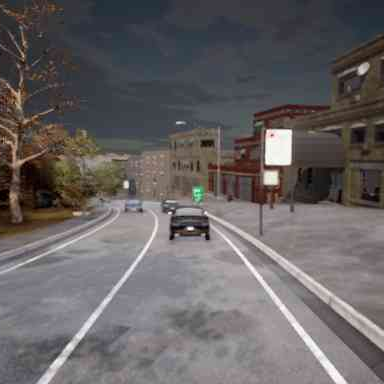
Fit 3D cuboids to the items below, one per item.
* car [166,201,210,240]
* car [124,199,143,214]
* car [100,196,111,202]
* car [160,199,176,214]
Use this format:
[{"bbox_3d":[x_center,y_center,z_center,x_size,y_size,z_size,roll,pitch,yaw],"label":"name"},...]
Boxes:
[{"bbox_3d":[-0.213,1.437,16.958,1.882,1.535,5.008,0,0,-3],"label":"car"},{"bbox_3d":[-6.151,1.512,35.154,1.812,1.442,4.674,-1,0,-11],"label":"car"},{"bbox_3d":[-19.351,1.484,74.271,1.812,1.442,4.674,-3,1,-26],"label":"car"},{"bbox_3d":[-2.348,1.445,34.965,1.812,1.442,4.674,-1,0,-10],"label":"car"}]
